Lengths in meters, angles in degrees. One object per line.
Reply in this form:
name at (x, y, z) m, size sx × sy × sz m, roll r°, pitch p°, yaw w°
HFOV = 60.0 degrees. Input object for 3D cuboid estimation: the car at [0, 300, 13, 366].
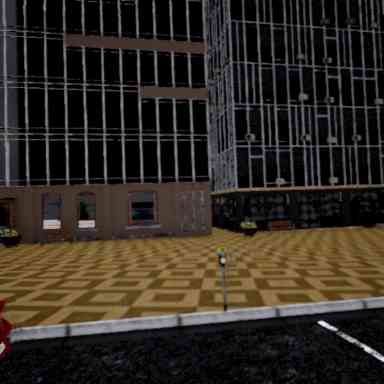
car at (-4.515, 1.793, 3.641) m, size 4.507 × 1.381 × 1.887 m, roll -1°, pitch -3°, yaw -12°
